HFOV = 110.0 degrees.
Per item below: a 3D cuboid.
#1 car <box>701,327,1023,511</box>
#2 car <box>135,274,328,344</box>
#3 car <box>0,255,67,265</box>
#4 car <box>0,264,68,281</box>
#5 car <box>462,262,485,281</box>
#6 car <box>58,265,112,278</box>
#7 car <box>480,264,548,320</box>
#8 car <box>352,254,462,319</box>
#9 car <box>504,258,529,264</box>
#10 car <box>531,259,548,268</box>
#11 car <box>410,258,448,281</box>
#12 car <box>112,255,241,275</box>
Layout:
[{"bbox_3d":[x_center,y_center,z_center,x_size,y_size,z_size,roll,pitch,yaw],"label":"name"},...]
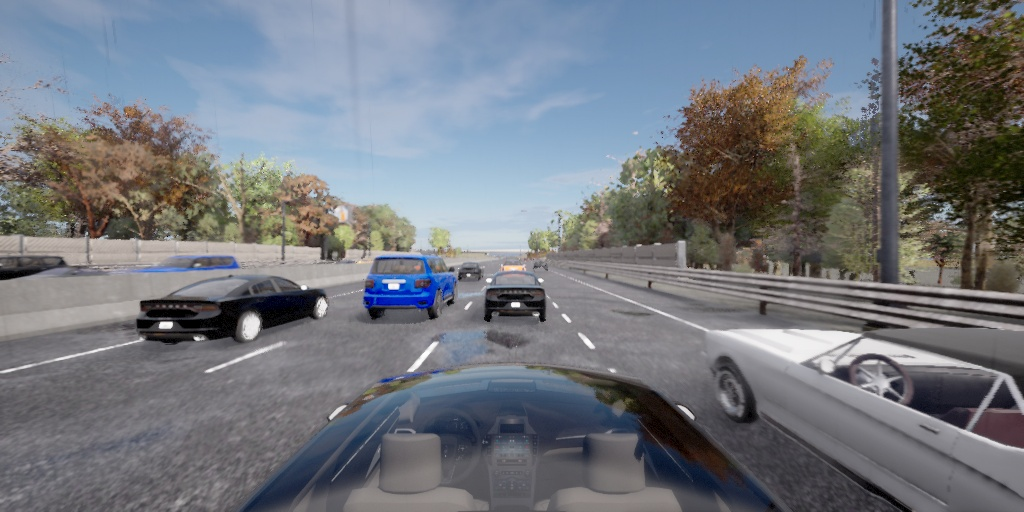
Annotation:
[{"bbox_3d":[3.343,1.175,2.573,1.895,1.301,4.718,0,0,2],"label":"car"},{"bbox_3d":[-6.897,1.225,9.621,1.882,1.535,5.008,0,0,0],"label":"car"},{"bbox_3d":[-28.097,0.969,19.660,2.150,2.045,5.566,0,0,0],"label":"car"},{"bbox_3d":[-24.596,1.311,19.847,1.994,1.385,4.181,0,0,0],"label":"car"},{"bbox_3d":[-3.397,1.258,30.538,1.837,1.490,4.892,0,0,0],"label":"car"},{"bbox_3d":[-21.098,1.296,20.224,2.033,1.411,5.357,0,0,0],"label":"car"},{"bbox_3d":[0.102,1.226,12.580,1.882,1.535,5.008,0,0,0],"label":"car"},{"bbox_3d":[-3.402,0.970,12.994,2.150,2.045,5.566,0,0,0],"label":"car"},{"bbox_3d":[0.102,1.106,30.243,2.097,1.767,4.553,0,0,0],"label":"car"},{"bbox_3d":[3.504,1.091,45.188,1.837,1.490,4.892,0,0,0],"label":"car"},{"bbox_3d":[-6.898,1.105,30.275,2.097,1.767,4.553,0,0,0],"label":"car"},{"bbox_3d":[-17.598,0.969,19.638,2.150,2.045,5.566,0,0,0],"label":"car"}]
